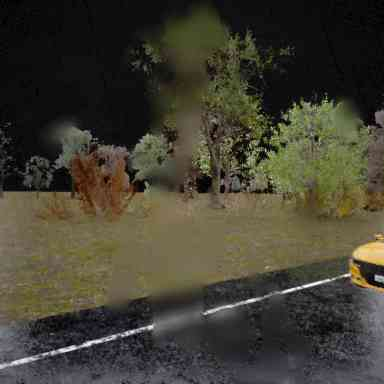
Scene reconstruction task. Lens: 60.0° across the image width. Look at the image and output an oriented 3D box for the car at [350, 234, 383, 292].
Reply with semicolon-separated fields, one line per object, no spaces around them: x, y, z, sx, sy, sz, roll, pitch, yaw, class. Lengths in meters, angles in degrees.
5.857;1.482;8.137;5.008;1.535;1.882;0;0;-35;car
